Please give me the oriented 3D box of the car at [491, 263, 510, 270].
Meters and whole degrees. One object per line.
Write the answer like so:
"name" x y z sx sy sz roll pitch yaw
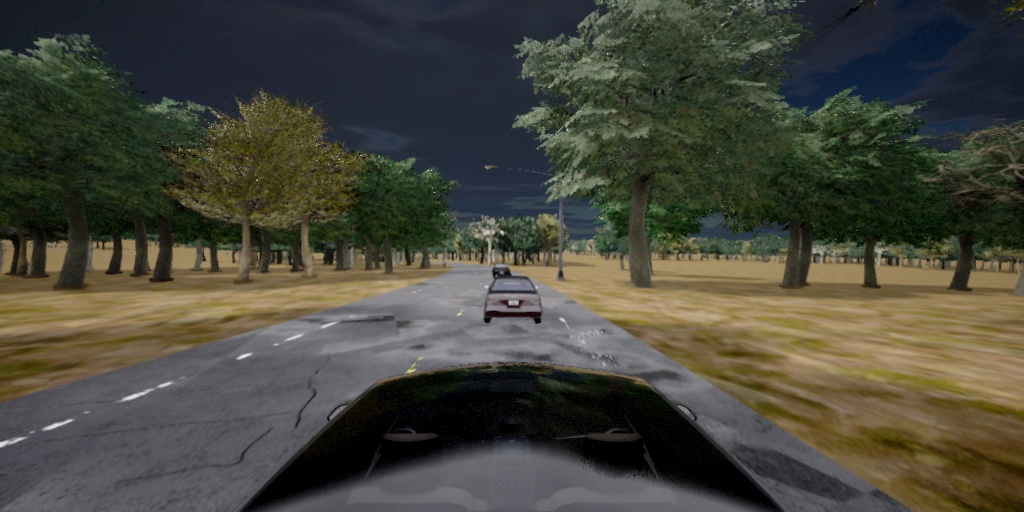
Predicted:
"car" -1.203 1.527 38.315 1.882 1.535 5.008 1 -1 -4

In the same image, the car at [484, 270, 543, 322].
"car" -0.013 1.393 12.681 2.033 1.411 5.357 1 0 -1
